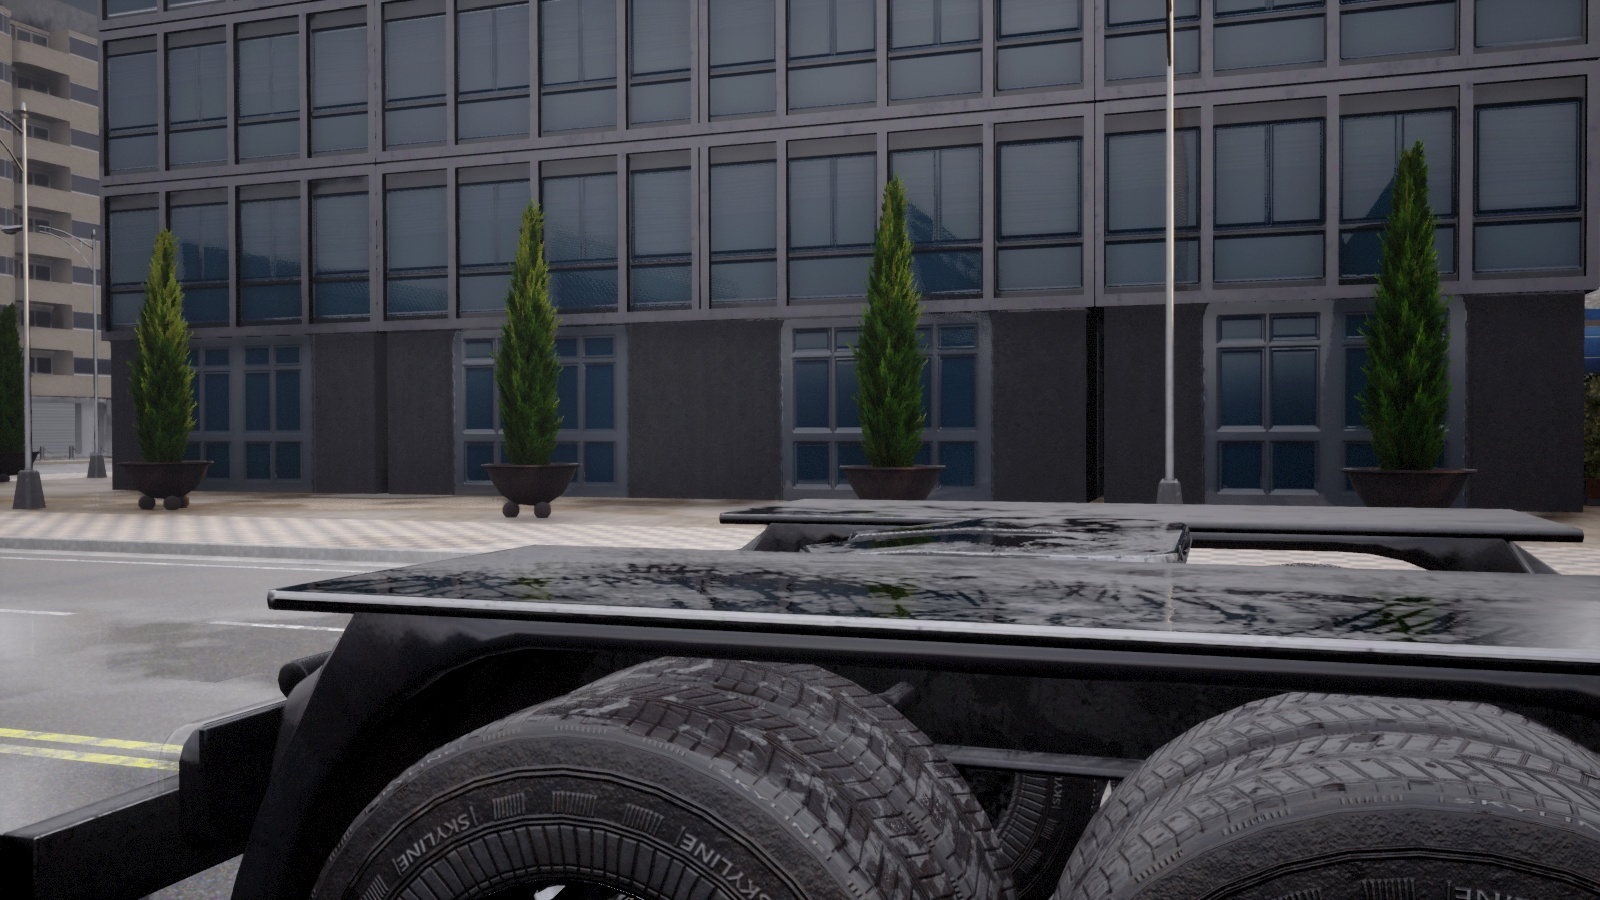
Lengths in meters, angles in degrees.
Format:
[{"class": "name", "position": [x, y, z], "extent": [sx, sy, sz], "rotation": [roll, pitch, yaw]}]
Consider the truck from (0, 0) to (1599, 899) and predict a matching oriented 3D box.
[{"class": "truck", "position": [2.642, -0.182, 2.289], "extent": [7.936, 3.462, 2.891], "rotation": [1, 1, 19]}]
